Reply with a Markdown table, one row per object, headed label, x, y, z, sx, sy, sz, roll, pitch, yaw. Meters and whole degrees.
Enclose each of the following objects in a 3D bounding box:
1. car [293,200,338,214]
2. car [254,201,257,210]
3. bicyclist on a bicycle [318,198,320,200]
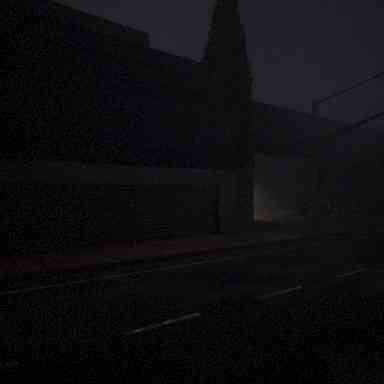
| label | x | y | z | sx | sy | sz | roll | pitch | yaw |
| --- | --- | --- | --- | --- | --- | --- | --- | --- | --- |
| car | 12.864 | 1.515 | 34.823 | 1.812 | 1.442 | 4.674 | 0 | 0 | -37 |
| car | 5.040 | 1.211 | 39.089 | 2.150 | 2.045 | 5.566 | 0 | 0 | -37 |
| bicyclist on a bicycle | 16.238 | 1.290 | 43.289 | 1.656 | 1.620 | 0.582 | 0 | 0 | -37 |
